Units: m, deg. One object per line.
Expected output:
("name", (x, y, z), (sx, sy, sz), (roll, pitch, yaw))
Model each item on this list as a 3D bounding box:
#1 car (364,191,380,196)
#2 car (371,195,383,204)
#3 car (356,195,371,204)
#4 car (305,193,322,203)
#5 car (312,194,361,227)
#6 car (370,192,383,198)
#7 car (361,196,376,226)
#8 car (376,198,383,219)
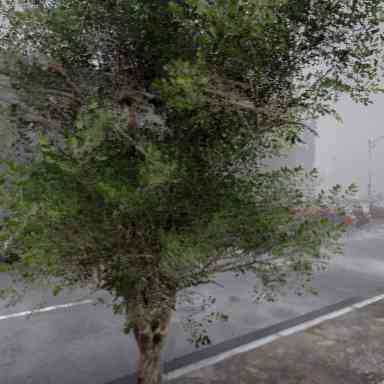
("car", (28.197, 0.905, 51.546), (2.435, 2.045, 5.566), (1, -1, 35))
("car", (37.824, 1.555, 67.503), (2.185, 1.767, 4.553), (1, -2, 35))
("car", (36.097, 1.555, 69.990), (2.185, 1.767, 4.553), (1, -2, 35))
("car", (29.231, 1.433, 79.936), (2.435, 2.045, 5.566), (1, -2, 35))
("car", (7.307, 1.222, 21.145), (5.566, 2.045, 2.435), (-1, -1, 35))
("car", (19.562, 1.219, 29.864), (5.566, 2.045, 2.435), (-1, 0, 35))
("car", (9.757, 1.350, 22.870), (4.553, 1.767, 2.185), (-1, -1, 35))
("car", (14.652, 1.479, 26.371), (5.008, 1.535, 2.097), (-1, -1, 35))
